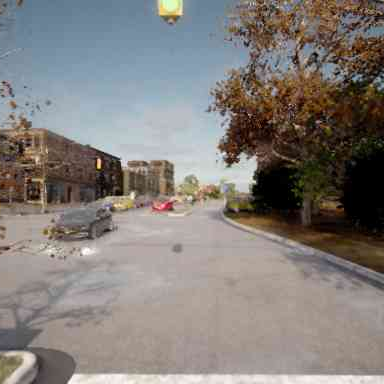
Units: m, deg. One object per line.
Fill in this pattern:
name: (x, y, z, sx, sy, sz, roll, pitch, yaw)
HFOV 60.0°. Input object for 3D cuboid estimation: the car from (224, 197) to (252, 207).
car: (8.563, 1.869, 61.812, 4.553, 1.767, 2.185, 1, -1, -13)

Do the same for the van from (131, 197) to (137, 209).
van: (-10.987, 1.665, 50.277, 4.442, 1.987, 1.878, -1, -1, -15)

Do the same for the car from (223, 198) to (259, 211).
car: (6.964, 1.699, 47.091, 4.553, 1.767, 2.185, 1, -1, -14)

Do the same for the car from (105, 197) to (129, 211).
car: (-11.467, 1.813, 44.276, 5.366, 1.575, 1.946, -1, -1, -15)

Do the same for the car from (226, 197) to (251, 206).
car: (9.386, 1.937, 67.692, 4.553, 1.767, 2.185, 1, 0, -12)

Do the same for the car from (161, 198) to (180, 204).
car: (-5.775, 2.364, 89.141, 5.008, 1.535, 2.097, -1, -1, -10)

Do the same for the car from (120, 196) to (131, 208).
car: (-11.412, 1.730, 47.230, 4.553, 1.767, 2.185, -1, -1, -15)

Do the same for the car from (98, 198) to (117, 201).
car: (-12.073, 1.818, 41.275, 4.792, 1.488, 2.163, -1, -1, -16)

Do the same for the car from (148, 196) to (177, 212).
car: (-3.837, 1.640, 44.286, 2.150, 2.045, 5.566, 0, 1, 5)

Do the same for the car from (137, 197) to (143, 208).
car: (-10.798, 1.930, 53.248, 4.892, 1.521, 2.231, -1, -1, -14)

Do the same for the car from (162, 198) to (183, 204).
car: (-5.426, 2.399, 92.069, 5.366, 1.575, 1.946, -1, -1, -10)

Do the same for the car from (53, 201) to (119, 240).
car: (-5.458, 1.484, 17.234, 1.837, 1.490, 4.892, 1, 2, 2)

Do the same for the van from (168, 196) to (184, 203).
van: (-4.603, 2.206, 95.100, 4.442, 1.987, 1.878, -1, -1, -10)

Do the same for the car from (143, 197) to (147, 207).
car: (-10.464, 2.005, 56.247, 4.674, 1.452, 2.002, -1, -1, -14)

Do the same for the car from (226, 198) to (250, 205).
car: (10.153, 2.158, 73.540, 4.792, 1.488, 2.163, 1, 0, -11)

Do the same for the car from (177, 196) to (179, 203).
car: (-6.264, 2.329, 86.162, 4.892, 1.521, 2.231, -1, -1, -10)

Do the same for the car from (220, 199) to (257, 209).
car: (7.405, 1.888, 52.940, 5.366, 1.575, 1.946, 1, 0, -14)

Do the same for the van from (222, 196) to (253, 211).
van: (6.619, 1.563, 44.118, 4.442, 1.987, 1.878, 1, 0, -15)

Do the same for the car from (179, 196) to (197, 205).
car: (-0.870, 1.872, 70.419, 2.097, 1.767, 4.553, 0, -1, 8)

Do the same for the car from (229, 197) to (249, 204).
car: (12.021, 2.137, 85.255, 4.553, 1.767, 2.185, 1, -1, -10)

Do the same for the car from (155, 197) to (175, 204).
car: (-6.750, 2.166, 83.183, 4.553, 1.767, 2.185, -1, -1, -11)

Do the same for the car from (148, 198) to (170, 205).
car: (-7.714, 2.220, 77.212, 5.008, 1.535, 2.097, -1, -1, -12)

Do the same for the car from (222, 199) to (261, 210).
car: (7.461, 1.859, 50.089, 5.366, 1.575, 1.946, 1, -1, -14)

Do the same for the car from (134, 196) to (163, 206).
car: (-8.983, 1.860, 68.260, 5.566, 2.045, 2.435, -1, -1, -13)

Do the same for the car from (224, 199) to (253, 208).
car: (8.234, 2.001, 58.875, 4.674, 1.452, 2.002, 1, -1, -13)
